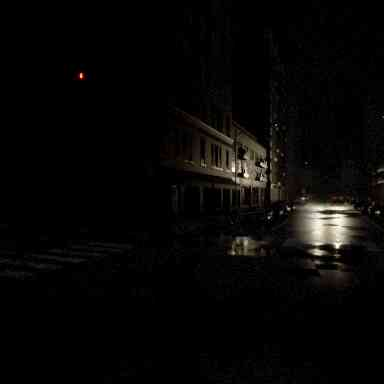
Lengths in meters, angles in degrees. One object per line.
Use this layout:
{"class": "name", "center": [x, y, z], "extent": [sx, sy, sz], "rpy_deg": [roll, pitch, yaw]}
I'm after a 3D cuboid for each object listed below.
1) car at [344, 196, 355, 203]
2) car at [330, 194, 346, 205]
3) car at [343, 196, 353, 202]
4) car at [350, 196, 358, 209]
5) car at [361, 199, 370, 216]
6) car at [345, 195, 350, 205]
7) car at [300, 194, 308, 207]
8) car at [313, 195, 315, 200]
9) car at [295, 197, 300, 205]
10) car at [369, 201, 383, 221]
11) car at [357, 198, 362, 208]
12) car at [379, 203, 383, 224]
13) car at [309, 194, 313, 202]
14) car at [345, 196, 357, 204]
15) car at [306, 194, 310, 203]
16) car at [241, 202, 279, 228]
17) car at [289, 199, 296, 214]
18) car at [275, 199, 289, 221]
{"class": "car", "center": [33.252, 1.576, 70.335], "extent": [1.802, 1.307, 4.206], "rpy_deg": [1, 0, 22]}
{"class": "car", "center": [26.668, 1.524, 60.984], "extent": [1.812, 1.442, 4.674], "rpy_deg": [0, 0, 22]}
{"class": "car", "center": [35.341, 1.559, 75.457], "extent": [1.947, 1.339, 4.313], "rpy_deg": [1, 0, 22]}
{"class": "car", "center": [22.807, 1.567, 44.730], "extent": [1.947, 1.339, 4.313], "rpy_deg": [1, 0, 22]}
{"class": "car", "center": [16.541, 1.553, 29.366], "extent": [2.008, 1.369, 4.403], "rpy_deg": [1, 0, 22]}
{"class": "car", "center": [26.985, 1.550, 54.972], "extent": [2.008, 1.369, 4.403], "rpy_deg": [1, 0, 22]}
{"class": "car", "center": [16.934, 1.525, 52.902], "extent": [1.752, 1.417, 4.829], "rpy_deg": [1, 0, 22]}
{"class": "car", "center": [25.353, 1.309, 73.537], "extent": [2.192, 1.841, 5.009], "rpy_deg": [1, 0, 22]}
{"class": "car", "center": [10.733, 1.546, 37.700], "extent": [1.887, 1.381, 4.507], "rpy_deg": [1, 0, 22]}
{"class": "car", "center": [14.452, 1.547, 24.245], "extent": [1.887, 1.381, 4.507], "rpy_deg": [1, 0, 22]}
{"class": "car", "center": [18.630, 1.547, 34.488], "extent": [1.887, 1.381, 4.507], "rpy_deg": [1, 0, 22]}
{"class": "car", "center": [12.363, 1.568, 19.124], "extent": [1.947, 1.339, 4.313], "rpy_deg": [1, 0, 22]}
{"class": "car", "center": [23.263, 1.562, 68.418], "extent": [1.947, 1.339, 4.313], "rpy_deg": [1, 0, 22]}
{"class": "car", "center": [31.163, 1.562, 65.214], "extent": [1.947, 1.339, 4.313], "rpy_deg": [1, 0, 22]}
{"class": "car", "center": [19.086, 1.565, 58.179], "extent": [1.947, 1.339, 4.313], "rpy_deg": [1, 0, 22]}
{"class": "car", "center": [4.467, 1.584, 22.341], "extent": [1.802, 1.307, 4.206], "rpy_deg": [1, 0, 22]}
{"class": "car", "center": [8.644, 1.553, 32.580], "extent": [2.008, 1.369, 4.403], "rpy_deg": [1, 0, 22]}
{"class": "car", "center": [6.556, 1.568, 27.460], "extent": [1.947, 1.339, 4.313], "rpy_deg": [1, 0, 22]}
